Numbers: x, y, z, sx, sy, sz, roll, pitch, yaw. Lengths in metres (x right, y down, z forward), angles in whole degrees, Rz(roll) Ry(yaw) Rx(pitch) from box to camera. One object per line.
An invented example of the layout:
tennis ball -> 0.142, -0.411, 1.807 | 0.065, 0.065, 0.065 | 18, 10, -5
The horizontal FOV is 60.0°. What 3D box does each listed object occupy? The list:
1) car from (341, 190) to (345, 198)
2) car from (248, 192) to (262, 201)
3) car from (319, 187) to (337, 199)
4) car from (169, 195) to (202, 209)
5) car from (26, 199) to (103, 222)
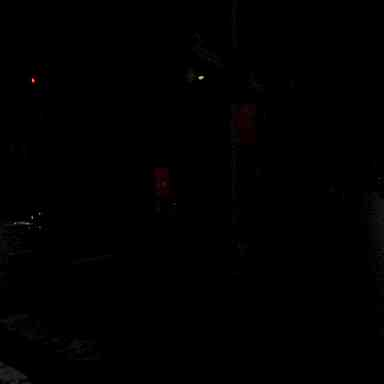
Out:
car -> 28.200, 0.379, 60.022 | 1.837, 1.490, 4.892 | 0, 1, 34
car -> 10.694, 0.688, 52.130 | 2.033, 1.411, 5.357 | 0, 1, 35
car -> 24.948, 0.107, 61.049 | 2.150, 2.045, 5.566 | 0, 1, 35
car -> -0.667, 1.009, 35.990 | 1.994, 1.385, 4.181 | 0, 1, 35
car -> -8.988, 1.247, 24.049 | 2.033, 1.411, 5.357 | 0, 1, 35
